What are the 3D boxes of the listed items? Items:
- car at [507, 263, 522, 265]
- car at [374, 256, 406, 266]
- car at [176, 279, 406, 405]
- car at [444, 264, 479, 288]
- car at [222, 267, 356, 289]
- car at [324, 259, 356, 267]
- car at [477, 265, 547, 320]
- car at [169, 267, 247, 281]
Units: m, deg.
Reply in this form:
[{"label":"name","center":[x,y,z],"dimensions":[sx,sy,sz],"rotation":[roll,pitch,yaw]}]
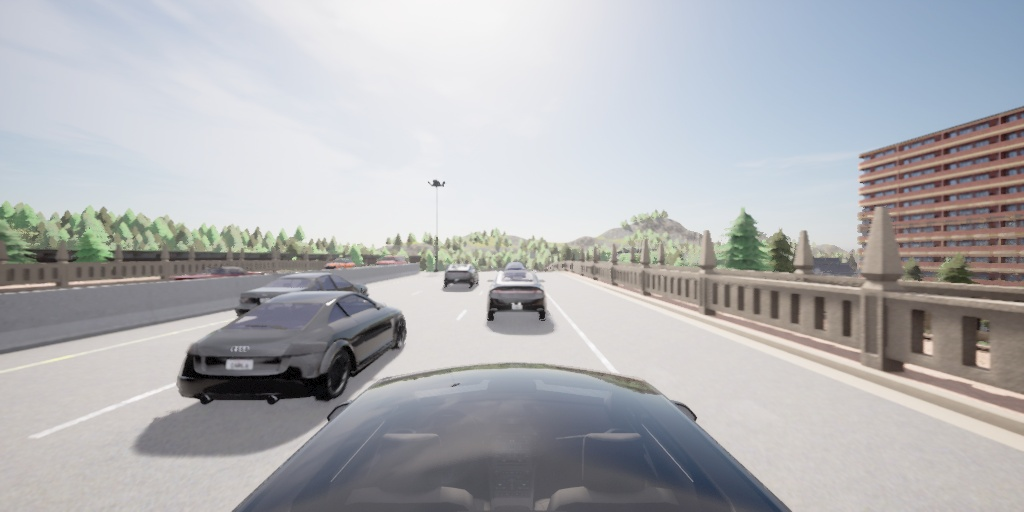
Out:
[{"label":"car","center":[0.237,1.290,31.076],"dimensions":[1.812,1.442,4.674],"rotation":[0,0,0]},{"label":"car","center":[-13.850,0.979,41.166],"dimensions":[2.150,2.045,5.566],"rotation":[0,-1,1]},{"label":"car","center":[-3.359,1.311,6.428],"dimensions":[1.994,1.385,4.181],"rotation":[0,0,0]},{"label":"car","center":[-3.298,1.246,23.918],"dimensions":[2.128,1.511,4.902],"rotation":[0,0,0]},{"label":"car","center":[-6.854,1.291,12.472],"dimensions":[2.033,1.411,5.357],"rotation":[0,0,0]},{"label":"car","center":[-20.843,1.127,43.551],"dimensions":[2.097,1.767,4.553],"rotation":[0,-1,1]},{"label":"car","center":[0.152,1.247,12.650],"dimensions":[2.128,1.511,4.902],"rotation":[0,0,0]},{"label":"car","center":[-17.502,1.331,21.372],"dimensions":[1.895,1.301,4.718],"rotation":[0,0,0]}]
